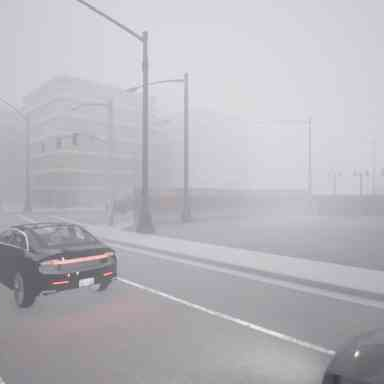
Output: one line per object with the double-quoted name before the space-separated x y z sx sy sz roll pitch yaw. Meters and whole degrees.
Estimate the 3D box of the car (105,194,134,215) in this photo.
"car" -6.288 1.221 35.015 5.566 2.045 2.150 0 0 -44

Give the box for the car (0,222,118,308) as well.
"car" -3.658 1.492 8.056 2.128 1.511 4.902 0 0 -43

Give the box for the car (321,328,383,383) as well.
"car" 3.182 1.505 1.596 4.892 1.490 1.837 0 0 38
